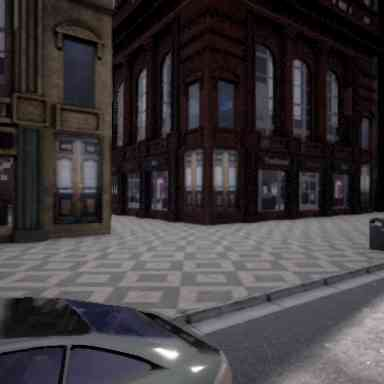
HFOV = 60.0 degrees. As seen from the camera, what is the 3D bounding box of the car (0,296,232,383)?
[{"bbox_3d":[-1.659,1.564,2.194,4.181,1.385,1.994,0,0,-35],"label":"car"}]
